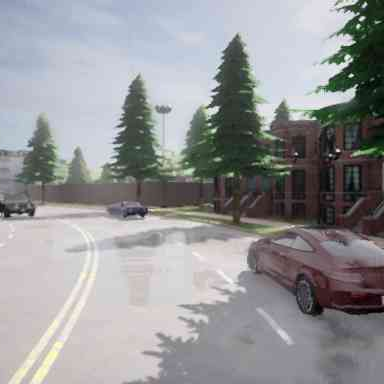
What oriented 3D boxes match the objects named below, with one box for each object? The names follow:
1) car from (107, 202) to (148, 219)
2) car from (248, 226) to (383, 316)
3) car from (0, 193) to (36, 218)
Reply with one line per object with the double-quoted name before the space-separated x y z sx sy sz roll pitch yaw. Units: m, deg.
"car" -5.539 1.469 27.906 1.895 1.301 4.718 0 0 -34
"car" 2.719 1.483 7.396 1.812 1.442 4.674 0 0 -9
"car" -15.426 1.103 28.811 2.150 2.045 5.566 0 0 -43
